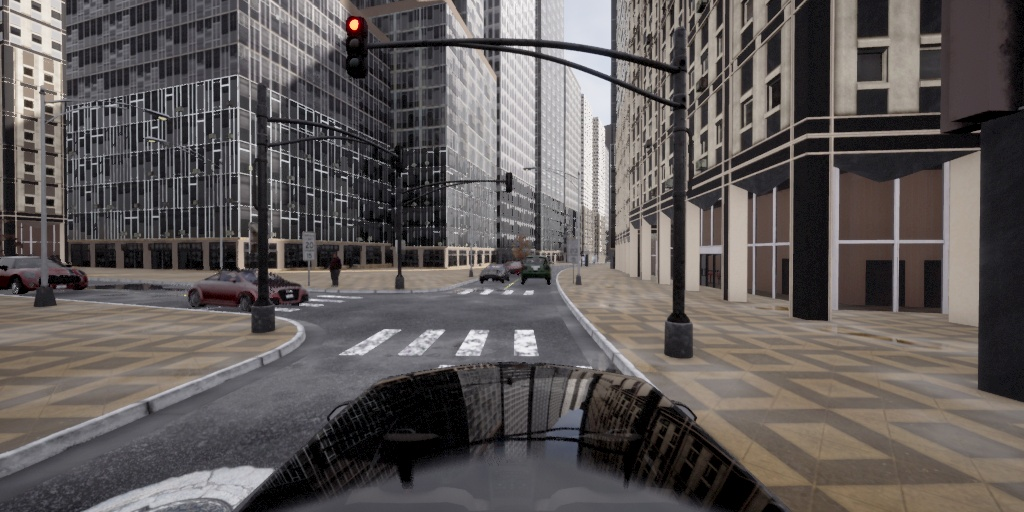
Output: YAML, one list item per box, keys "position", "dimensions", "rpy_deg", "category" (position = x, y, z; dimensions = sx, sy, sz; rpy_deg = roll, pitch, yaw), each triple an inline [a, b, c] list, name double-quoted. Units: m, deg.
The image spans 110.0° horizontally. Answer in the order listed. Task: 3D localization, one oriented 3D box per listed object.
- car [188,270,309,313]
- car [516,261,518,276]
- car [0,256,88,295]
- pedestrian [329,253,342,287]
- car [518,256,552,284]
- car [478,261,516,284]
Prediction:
- position: [-9.740, 1.212, 13.308]
  dimensions: [4.181, 1.385, 1.994]
  rpy_deg: [1, 1, 19]
  category: "car"
- position: [0.127, 1.297, 37.804]
  dimensions: [1.882, 1.535, 5.008]
  rpy_deg: [0, 0, 9]
  category: "car"
- position: [-22.978, 0.809, 17.204]
  dimensions: [4.553, 1.767, 2.097]
  rpy_deg: [1, 1, 16]
  category: "car"
- position: [-9.580, 0.716, 19.426]
  dimensions: [0.375, 1.860, 0.375]
  rpy_deg: [0, 0, 16]
  category: "pedestrian"
- position: [1.887, 1.008, 27.888]
  dimensions: [2.150, 2.045, 5.566]
  rpy_deg: [0, 0, 5]
  category: "car"
- position: [-1.224, 1.331, 28.096]
  dimensions: [2.033, 1.411, 5.357]
  rpy_deg: [0, 0, 7]
  category: "car"
